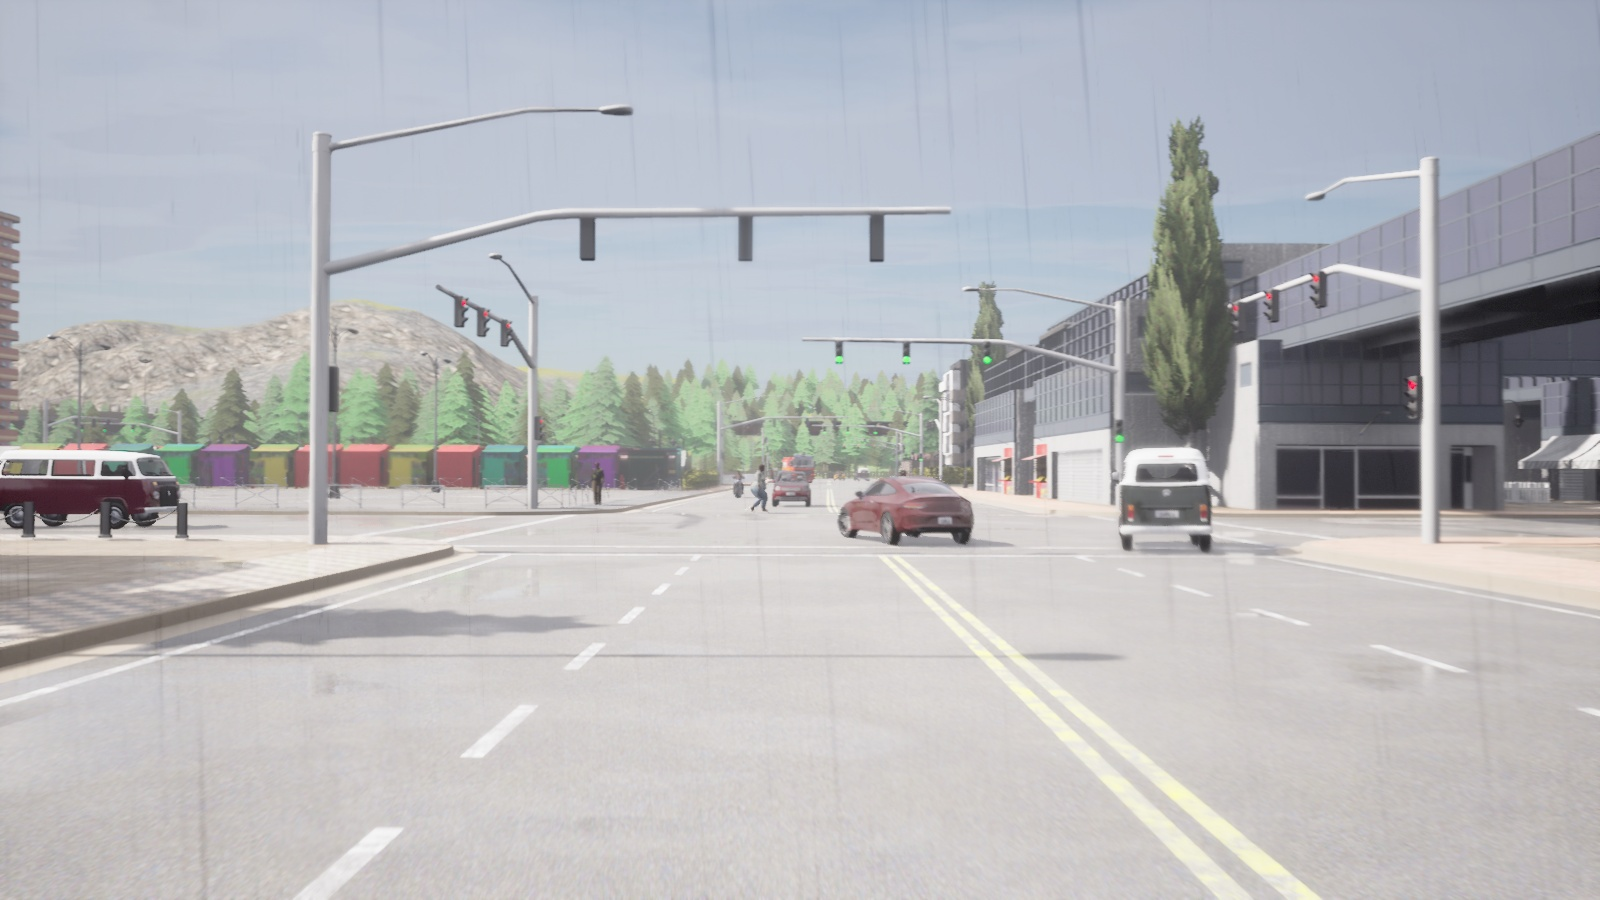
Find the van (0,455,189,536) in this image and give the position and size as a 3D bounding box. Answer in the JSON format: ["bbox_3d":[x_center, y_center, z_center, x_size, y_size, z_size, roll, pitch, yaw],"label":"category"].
[{"bbox_3d":[-18.834,1.184,33.085,4.480,2.038,2.069,0,-1,0],"label":"van"}]

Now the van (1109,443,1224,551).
[{"bbox_3d":[7.584,0.941,26.242,2.069,2.038,4.480,-1,-1,15],"label":"van"}]

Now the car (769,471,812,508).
[{"bbox_3d":[-0.393,1.732,55.921,1.789,1.549,3.705,0,-1,1],"label":"car"}]

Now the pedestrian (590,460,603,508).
[{"bbox_3d":[-8.098,1.350,50.003,0.395,1.930,0.692,0,-1,-2],"label":"pedestrian"}]

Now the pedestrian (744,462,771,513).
[{"bbox_3d":[-1.558,1.380,46.018,0.900,1.855,0.874,0,-1,-8],"label":"pedestrian"}]

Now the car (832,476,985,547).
[{"bbox_3d":[2.305,1.300,28.118,1.812,1.442,4.674,0,-1,-17],"label":"car"}]
